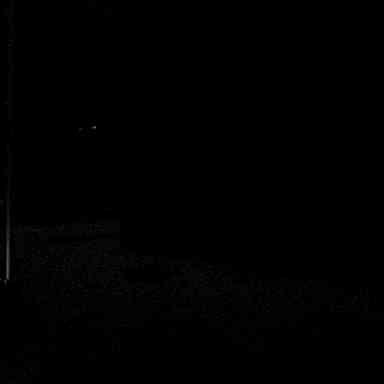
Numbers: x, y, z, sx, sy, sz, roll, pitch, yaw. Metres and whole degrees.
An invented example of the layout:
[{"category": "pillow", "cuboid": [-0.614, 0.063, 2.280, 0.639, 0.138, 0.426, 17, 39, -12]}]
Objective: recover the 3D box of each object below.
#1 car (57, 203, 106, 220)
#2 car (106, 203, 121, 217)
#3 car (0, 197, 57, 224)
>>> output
[{"category": "car", "cuboid": [-9.912, 1.654, 28.826, 1.802, 1.307, 4.206, 0, -1, 35]}, {"category": "car", "cuboid": [-6.889, 1.672, 33.098, 1.752, 1.417, 4.829, 0, -1, 35]}, {"category": "car", "cuboid": [-13.030, 1.310, 24.419, 2.192, 1.841, 5.009, 0, -1, 35]}]
